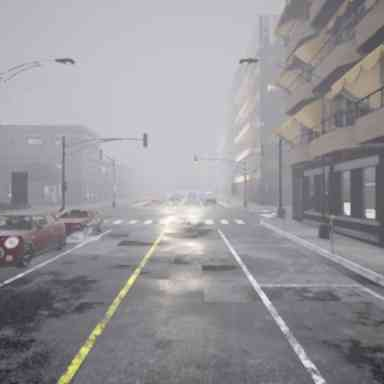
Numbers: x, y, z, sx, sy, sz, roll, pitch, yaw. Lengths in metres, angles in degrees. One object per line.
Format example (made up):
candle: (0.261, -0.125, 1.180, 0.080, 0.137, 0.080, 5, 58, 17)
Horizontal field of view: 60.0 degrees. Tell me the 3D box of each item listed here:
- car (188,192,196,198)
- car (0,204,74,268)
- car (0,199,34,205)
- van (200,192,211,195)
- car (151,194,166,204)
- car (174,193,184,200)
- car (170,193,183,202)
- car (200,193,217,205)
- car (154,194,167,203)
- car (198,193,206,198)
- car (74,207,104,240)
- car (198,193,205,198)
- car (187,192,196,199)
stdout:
car: (-0.003, 0.693, 88.851, 2.128, 1.511, 4.902, 0, 0, 0)
car: (-5.645, 1.368, 10.779, 1.967, 1.590, 4.097, 1, 0, 0)
car: (-19.718, 1.446, 36.740, 4.403, 1.369, 2.008, 0, 0, 1)
van: (2.703, 0.952, 54.522, 1.690, 1.788, 3.998, 1, 0, 0)
car: (-5.681, 1.193, 54.489, 1.802, 1.307, 4.206, 1, 0, 0)
car: (-3.002, 0.985, 77.126, 1.994, 1.385, 4.181, 0, 0, 0)
car: (-3.032, 1.034, 61.627, 1.882, 1.535, 5.008, 0, 0, 1)
car: (2.701, 1.205, 48.945, 2.008, 1.369, 4.403, 1, 0, 0)
car: (-5.680, 1.113, 60.069, 1.887, 1.381, 4.507, 1, 0, 0)
car: (2.700, 0.909, 88.009, 1.947, 1.339, 4.313, 1, 0, 0)
car: (-5.647, 1.435, 16.426, 1.887, 1.381, 4.507, 1, 0, 0)
car: (2.700, 0.861, 93.589, 1.947, 1.339, 4.313, 1, 0, 0)
car: (-0.002, 0.767, 78.813, 2.097, 1.767, 4.553, 0, 0, 0)
